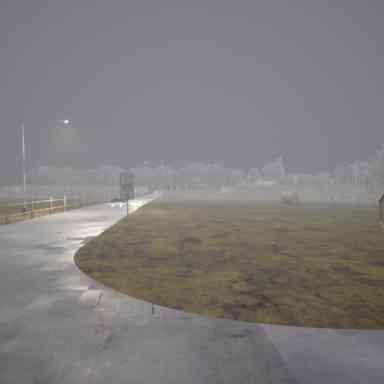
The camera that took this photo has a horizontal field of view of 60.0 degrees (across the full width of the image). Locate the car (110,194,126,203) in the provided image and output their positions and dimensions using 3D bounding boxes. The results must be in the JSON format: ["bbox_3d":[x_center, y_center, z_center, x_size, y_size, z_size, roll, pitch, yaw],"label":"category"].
[{"bbox_3d":[-11.415,1.003,51.839,1.994,1.385,4.181,-1,0,-4],"label":"car"}]
